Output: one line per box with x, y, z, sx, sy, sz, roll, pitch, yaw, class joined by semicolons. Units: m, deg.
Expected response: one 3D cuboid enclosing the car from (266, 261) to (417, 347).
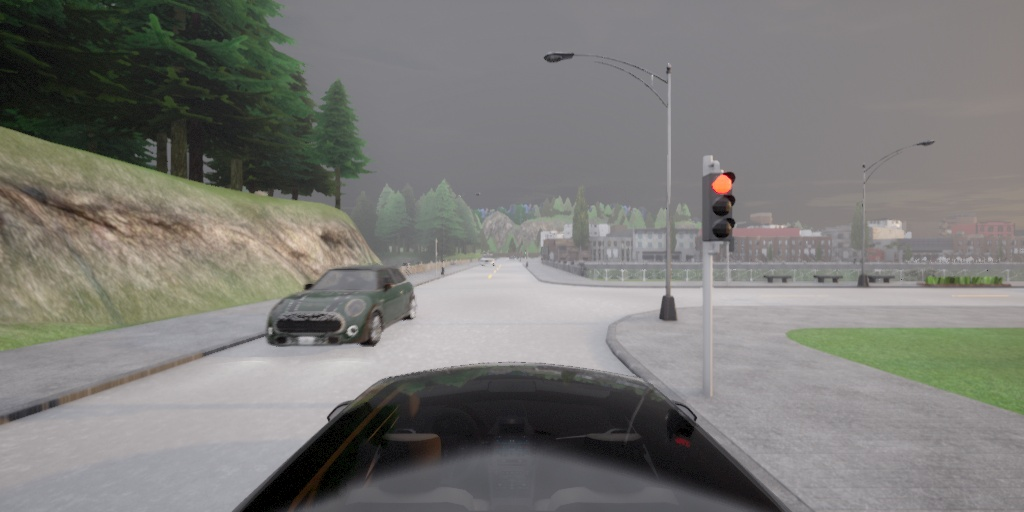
-4.000;1.048;9.230;2.097;1.767;4.553;0;0;0;car

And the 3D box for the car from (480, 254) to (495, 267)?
-3.999;0.688;58.961;2.150;2.045;5.566;0;1;0;car
